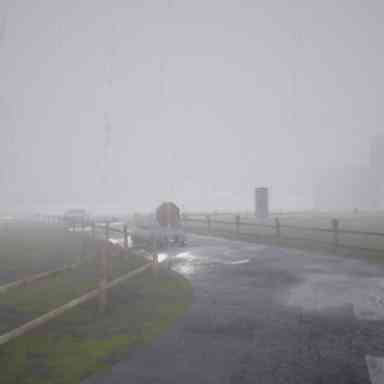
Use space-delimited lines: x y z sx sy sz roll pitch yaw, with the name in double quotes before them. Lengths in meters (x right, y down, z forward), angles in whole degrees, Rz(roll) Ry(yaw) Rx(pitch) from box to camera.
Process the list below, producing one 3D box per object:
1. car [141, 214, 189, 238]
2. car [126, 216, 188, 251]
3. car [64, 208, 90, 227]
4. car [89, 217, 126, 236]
"car" -2.120 2.433 24.628 1.812 1.442 4.674 -1 -2 -28
"car" -1.858 2.252 17.875 1.994 1.385 4.181 -1 -2 -27
"car" -13.415 2.912 38.678 2.150 2.045 5.566 -1 -2 -31
"car" -6.613 2.718 26.933 1.895 1.301 4.718 -1 -2 -29
